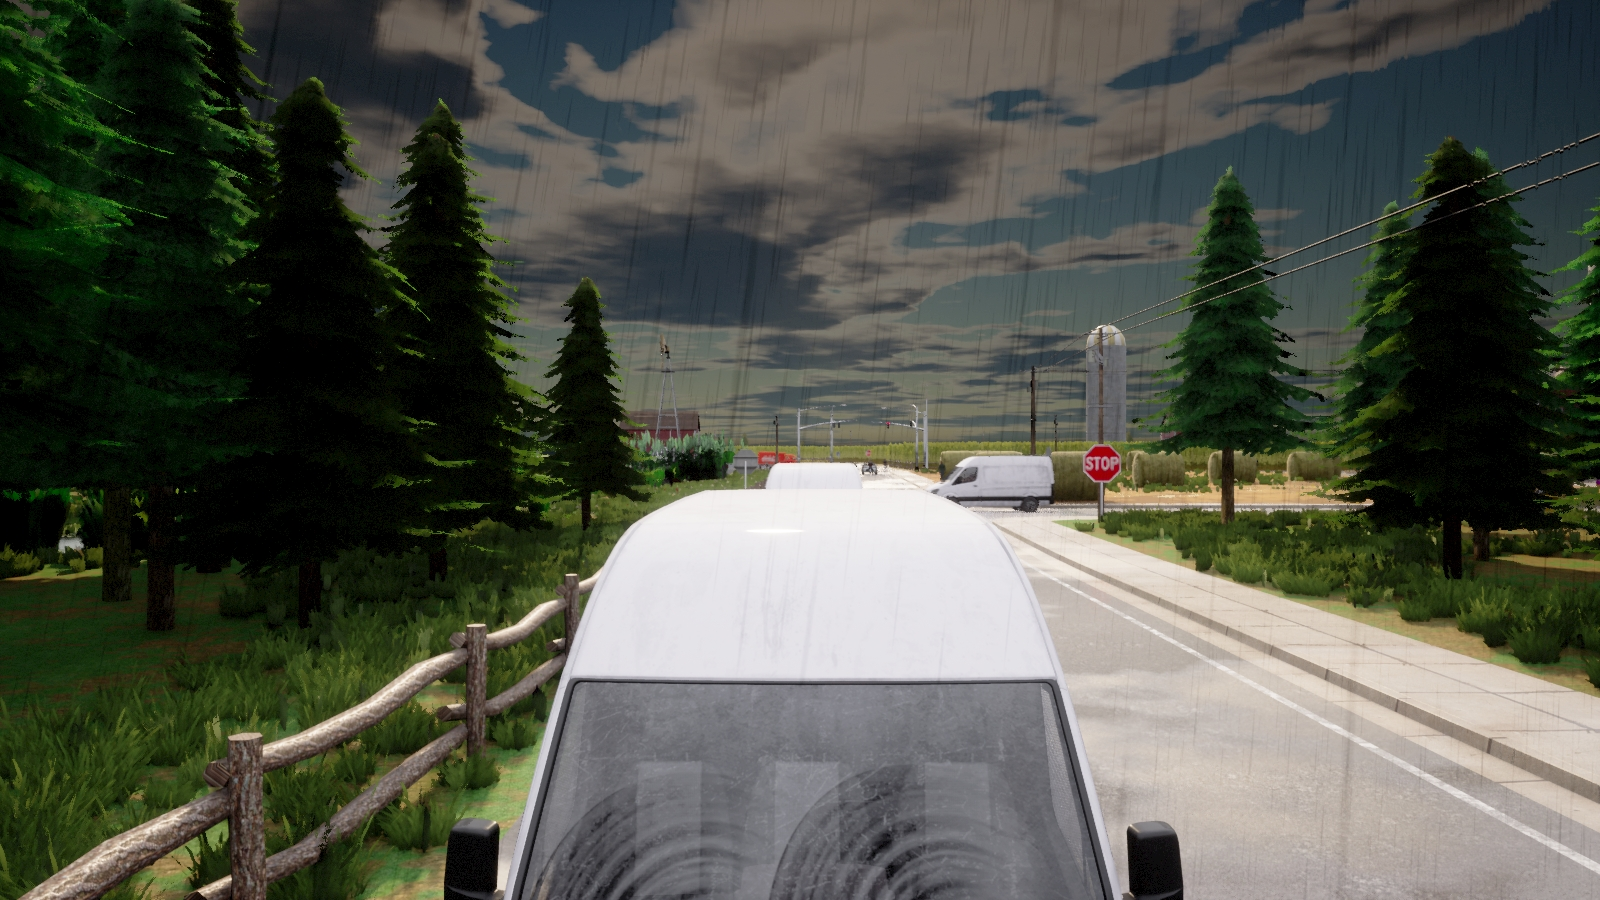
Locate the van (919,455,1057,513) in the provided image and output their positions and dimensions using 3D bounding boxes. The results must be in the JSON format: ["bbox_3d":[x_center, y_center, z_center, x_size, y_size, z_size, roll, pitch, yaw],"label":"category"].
[{"bbox_3d":[8.538,1.528,52.214,5.915,2.561,1.988,0,-1,-6],"label":"van"}]

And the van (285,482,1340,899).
[{"bbox_3d":[0.056,1.508,5.110,1.988,2.561,5.915,0,0,1],"label":"van"}]
